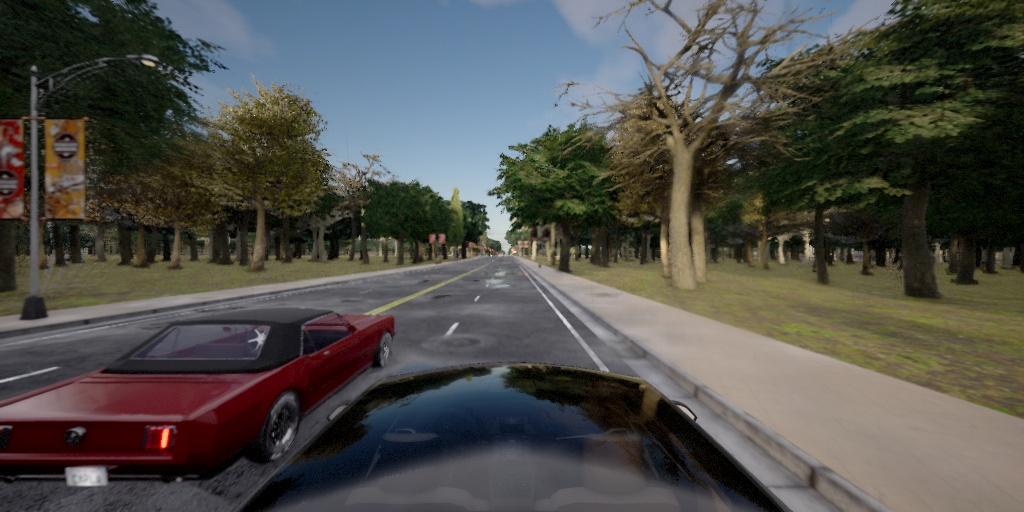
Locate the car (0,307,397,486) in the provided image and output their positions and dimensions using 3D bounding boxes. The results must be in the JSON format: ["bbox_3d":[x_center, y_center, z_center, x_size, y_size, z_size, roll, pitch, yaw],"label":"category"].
[{"bbox_3d":[-3.149,1.350,4.880,1.895,1.301,4.718,0,0,0],"label":"car"}]
